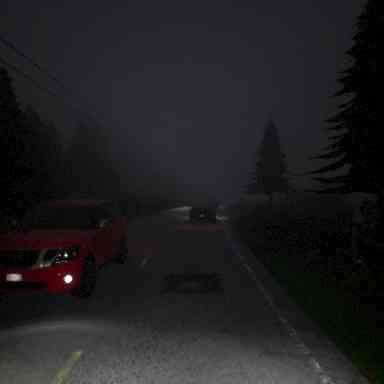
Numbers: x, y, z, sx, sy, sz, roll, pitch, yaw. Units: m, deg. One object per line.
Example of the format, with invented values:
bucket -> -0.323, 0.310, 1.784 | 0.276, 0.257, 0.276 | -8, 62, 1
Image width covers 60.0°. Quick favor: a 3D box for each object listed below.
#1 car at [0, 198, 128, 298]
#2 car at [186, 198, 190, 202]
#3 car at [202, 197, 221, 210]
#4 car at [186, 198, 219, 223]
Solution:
car -> -3.222, 1.218, 8.878 | 2.150, 2.045, 5.566 | 0, 0, 1
car -> 0.243, 1.582, 50.851 | 1.895, 1.301, 4.718 | 0, 0, 9
car -> 2.542, 1.475, 42.646 | 2.128, 1.511, 4.902 | 0, 0, 7
car -> 0.874, 1.468, 25.132 | 1.882, 1.535, 5.008 | 0, 0, 4
